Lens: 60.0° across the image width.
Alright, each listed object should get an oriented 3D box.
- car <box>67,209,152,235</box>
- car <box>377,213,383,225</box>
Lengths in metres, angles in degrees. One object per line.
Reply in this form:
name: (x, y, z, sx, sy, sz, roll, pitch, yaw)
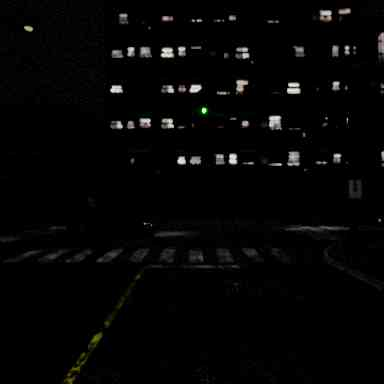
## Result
car: (-4.838, 1.765, 19.779, 4.892, 1.490, 1.837, 0, -2, 1)
car: (15.203, 1.624, 22.584, 4.902, 1.511, 2.128, -1, -2, 1)
